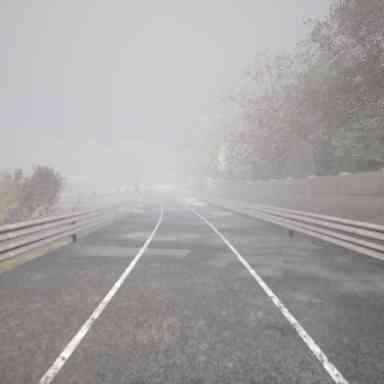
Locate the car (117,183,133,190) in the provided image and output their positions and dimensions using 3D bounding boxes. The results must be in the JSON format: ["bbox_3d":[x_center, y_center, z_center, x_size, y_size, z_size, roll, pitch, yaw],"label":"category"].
[{"bbox_3d":[-17.286,-1.105,88.286,1.812,1.442,4.674,1,4,16],"label":"car"}]
